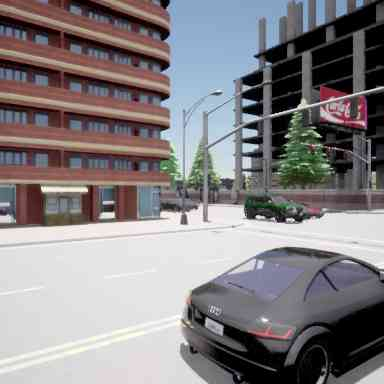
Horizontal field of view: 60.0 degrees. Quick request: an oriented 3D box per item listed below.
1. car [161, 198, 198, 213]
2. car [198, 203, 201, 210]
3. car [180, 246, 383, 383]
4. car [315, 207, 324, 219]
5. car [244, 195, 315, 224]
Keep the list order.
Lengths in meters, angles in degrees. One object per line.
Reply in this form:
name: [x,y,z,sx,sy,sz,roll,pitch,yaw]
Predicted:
car: [-1.810,1.506,37.491,1.837,1.490,4.892,0,0,-36]
car: [-0.896,1.507,42.195,1.837,1.490,4.892,0,-1,-36]
car: [1.895,1.564,5.115,4.181,1.385,1.994,0,0,-35]
car: [8.984,1.525,28.544,1.812,1.442,4.674,0,0,-36]
car: [6.270,1.223,25.589,2.150,2.045,5.566,0,0,-29]
